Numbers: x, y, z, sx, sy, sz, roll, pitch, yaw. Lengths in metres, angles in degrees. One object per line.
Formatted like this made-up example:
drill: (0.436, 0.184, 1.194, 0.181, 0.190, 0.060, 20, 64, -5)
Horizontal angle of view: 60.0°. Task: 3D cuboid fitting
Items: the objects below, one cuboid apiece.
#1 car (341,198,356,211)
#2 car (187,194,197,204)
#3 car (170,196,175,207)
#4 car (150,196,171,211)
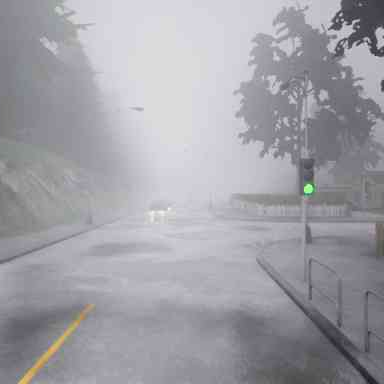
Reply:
car: (15.815, 1.321, 35.694, 1.994, 1.381, 4.181, 0, 0, 0)
car: (0.054, 1.565, 67.232, 1.812, 1.442, 4.674, 0, 0, 0)
car: (-4.046, 1.594, 50.828, 1.994, 1.385, 4.181, 0, 0, 0)
car: (-4.055, 1.588, 41.387, 1.994, 1.385, 4.181, 0, 0, 0)
